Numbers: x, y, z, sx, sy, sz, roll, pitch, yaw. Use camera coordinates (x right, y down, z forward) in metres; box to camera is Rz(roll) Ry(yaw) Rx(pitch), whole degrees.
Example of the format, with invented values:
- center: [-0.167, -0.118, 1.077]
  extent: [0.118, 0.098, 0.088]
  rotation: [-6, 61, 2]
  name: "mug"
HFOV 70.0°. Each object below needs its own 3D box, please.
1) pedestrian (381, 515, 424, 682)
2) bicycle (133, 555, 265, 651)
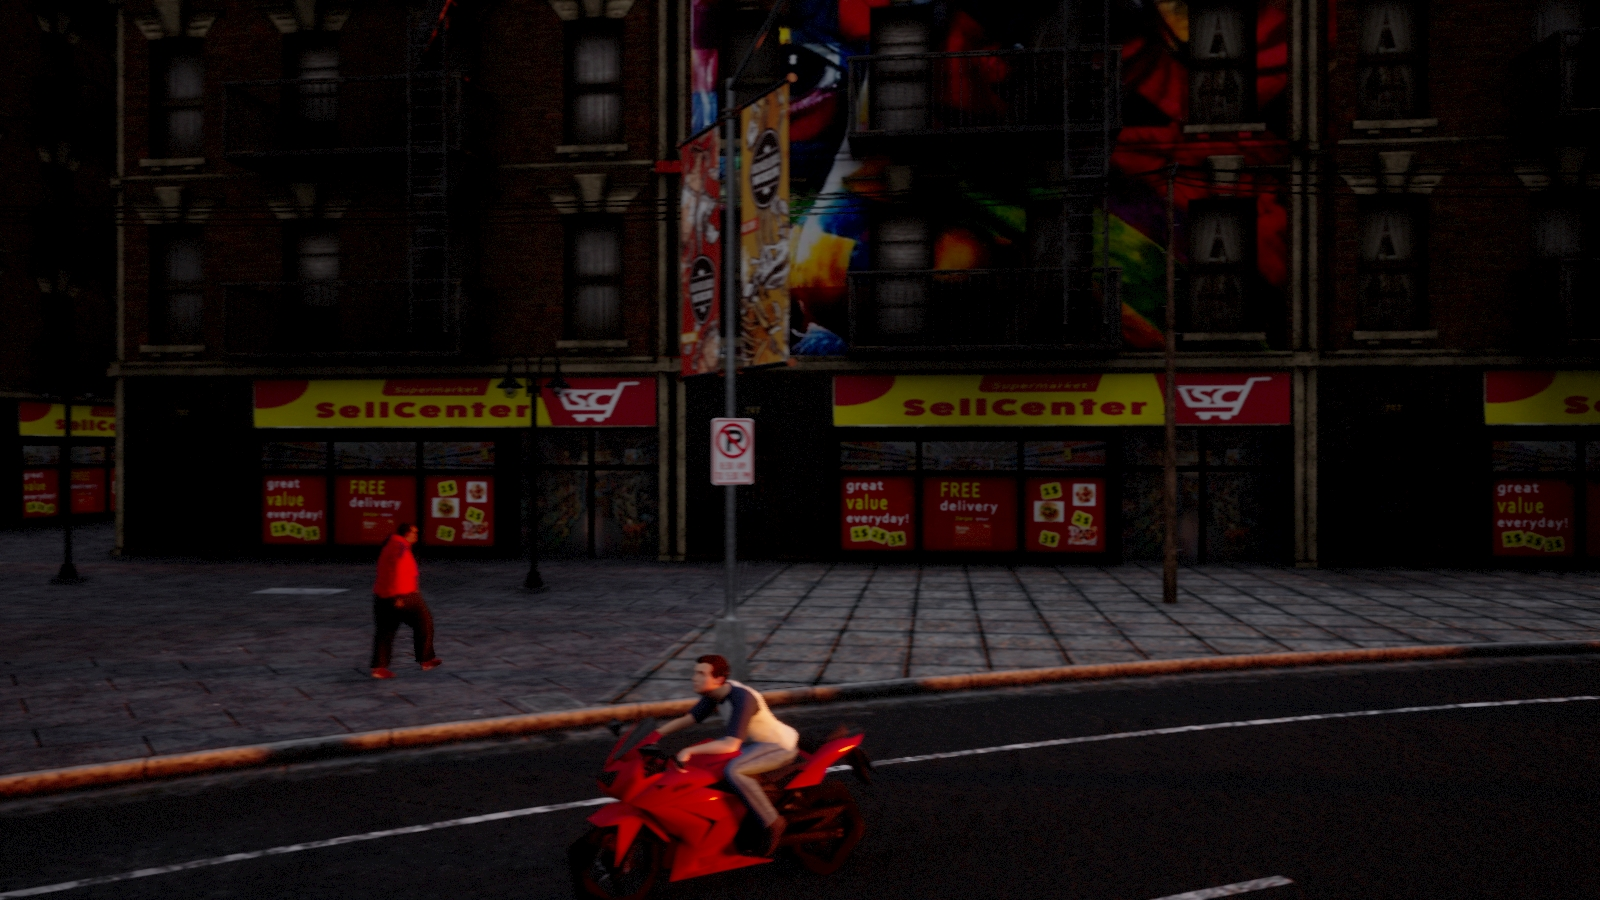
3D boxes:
- center: [-4.590, 1.691, 13.189]
  extent: [0.375, 1.860, 0.375]
  rotation: [0, 0, -36]
  name: "pedestrian"
- center: [-8.709, 2.200, 16.602]
  extent: [1.643, 1.196, 0.373]
  rotation: [0, 1, -44]
  name: "bicycle"
